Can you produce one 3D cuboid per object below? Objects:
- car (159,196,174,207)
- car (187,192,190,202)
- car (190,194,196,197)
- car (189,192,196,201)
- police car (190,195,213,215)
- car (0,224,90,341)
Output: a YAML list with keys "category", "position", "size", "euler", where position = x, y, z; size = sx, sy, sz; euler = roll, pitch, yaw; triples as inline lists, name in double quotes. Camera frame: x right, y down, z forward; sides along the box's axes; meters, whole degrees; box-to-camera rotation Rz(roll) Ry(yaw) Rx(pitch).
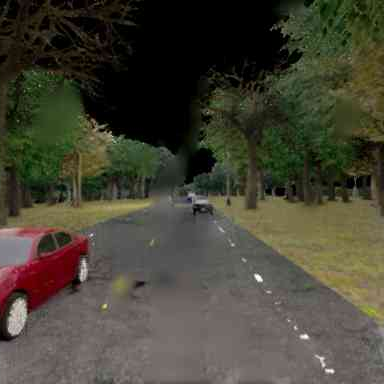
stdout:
- category: "car"
  position: [-3.594, 1.371, 47.706]
  size: [2.128, 1.511, 4.902]
  euler: [0, 0, 0]
- category: "car"
  position: [-0.021, 1.217, 67.328]
  size: [1.882, 1.535, 5.008]
  euler: [0, 0, 0]
- category: "car"
  position: [1.037, 1.383, 43.032]
  size: [1.882, 1.535, 5.008]
  euler: [0, 0, 0]
- category: "car"
  position: [1.034, 1.223, 49.003]
  size: [2.097, 1.767, 4.553]
  euler: [0, 0, 0]
- category: "police car"
  position: [1.040, 1.376, 33.140]
  size: [1.930, 1.638, 5.238]
  euler: [0, 0, 0]
- category: "car"
  position: [-3.602, 1.492, 6.726]
  size: [1.882, 1.535, 5.008]
  euler: [0, 0, 0]
